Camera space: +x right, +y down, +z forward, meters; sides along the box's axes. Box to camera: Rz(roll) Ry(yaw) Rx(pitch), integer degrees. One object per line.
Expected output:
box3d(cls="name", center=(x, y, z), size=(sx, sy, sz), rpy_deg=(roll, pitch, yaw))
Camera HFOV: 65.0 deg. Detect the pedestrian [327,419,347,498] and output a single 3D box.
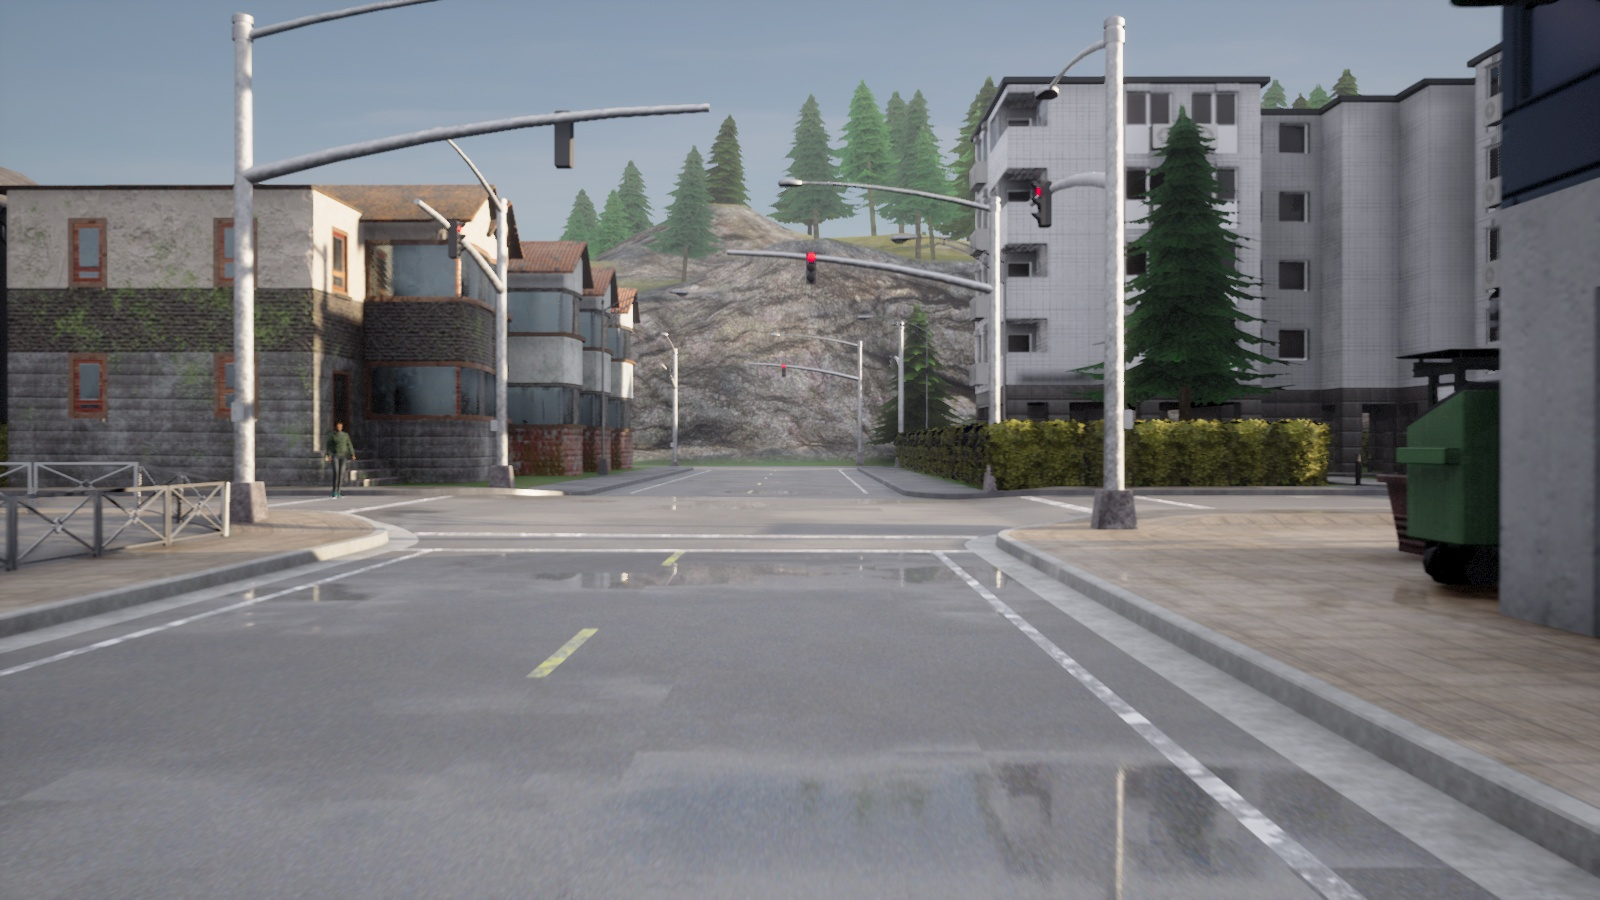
box3d(cls="pedestrian", center=(-10.886, 0.192, 29.531), size=(0.353, 1.847, 0.614), rpy_deg=(0, 0, -27))
